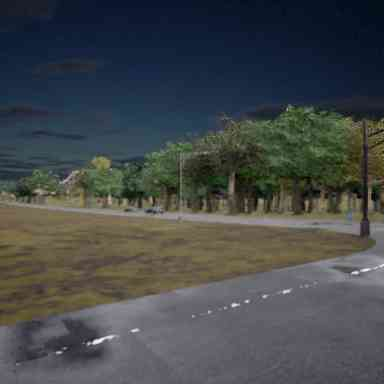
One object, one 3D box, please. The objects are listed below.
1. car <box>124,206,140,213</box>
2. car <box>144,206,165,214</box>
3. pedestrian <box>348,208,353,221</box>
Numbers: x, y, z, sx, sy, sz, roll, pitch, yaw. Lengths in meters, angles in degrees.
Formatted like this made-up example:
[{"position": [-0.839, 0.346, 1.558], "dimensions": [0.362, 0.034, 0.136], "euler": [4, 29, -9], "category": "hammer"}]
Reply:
[{"position": [-12.496, 3.572, 68.876], "dimensions": [2.128, 1.511, 4.902], "euler": [1, -2, -33], "category": "car"}, {"position": [-6.789, 3.296, 60.331], "dimensions": [2.033, 1.411, 5.357], "euler": [1, -2, -33], "category": "car"}, {"position": [15.746, 2.203, 33.010], "dimensions": [0.375, 1.300, 0.375], "euler": [-2, 1, -33], "category": "pedestrian"}]
